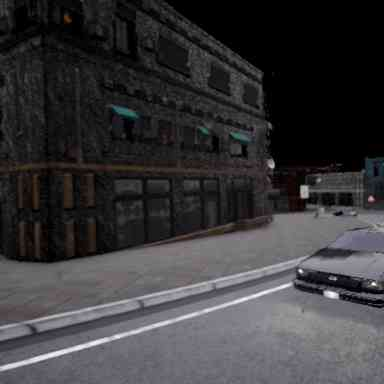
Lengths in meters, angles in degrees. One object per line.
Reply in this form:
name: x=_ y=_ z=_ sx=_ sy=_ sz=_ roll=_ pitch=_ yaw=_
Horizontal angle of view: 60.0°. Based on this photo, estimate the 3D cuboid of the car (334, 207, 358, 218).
car: x=22.097 y=2.937 z=47.891 sx=2.128 sy=1.511 sz=4.902 roll=-1 pitch=-3 yaw=2

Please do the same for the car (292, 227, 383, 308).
car: x=4.577 y=1.596 z=8.188 sx=5.357 sy=1.411 sz=2.033 roll=1 pitch=-1 yaw=-44
